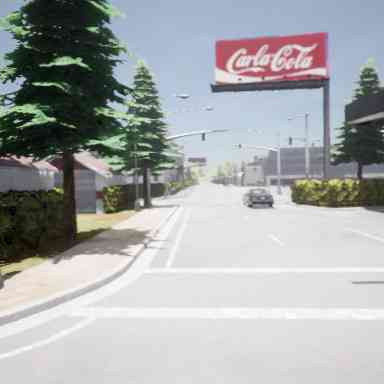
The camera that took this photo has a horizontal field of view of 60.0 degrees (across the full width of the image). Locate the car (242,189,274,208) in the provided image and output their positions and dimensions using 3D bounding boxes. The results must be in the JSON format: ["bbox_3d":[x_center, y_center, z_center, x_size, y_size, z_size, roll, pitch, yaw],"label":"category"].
[{"bbox_3d":[5.188,0.442,26.614,2.033,1.411,5.357,-1,1,1],"label":"car"}]
